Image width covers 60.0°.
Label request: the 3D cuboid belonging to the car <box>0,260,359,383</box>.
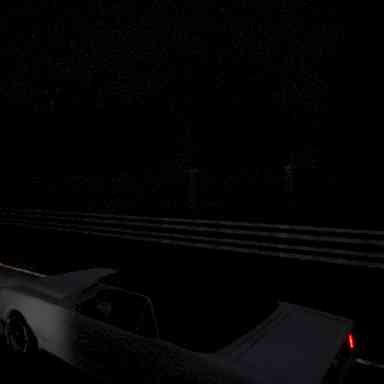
[{"bbox_3d":[-0.587,1.597,4.297,4.718,1.301,1.895,0,0,36],"label":"car"}]
